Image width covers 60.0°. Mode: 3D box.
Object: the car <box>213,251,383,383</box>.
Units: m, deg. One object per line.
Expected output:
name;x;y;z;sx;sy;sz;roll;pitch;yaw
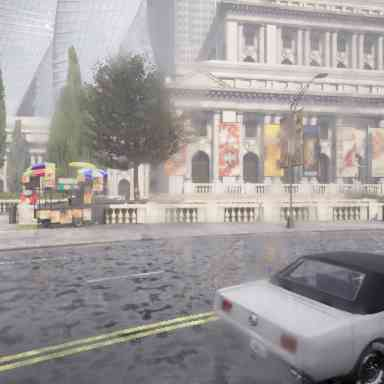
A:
car;2.792;1.601;5.006;4.718;1.301;1.895;0;0;-26
